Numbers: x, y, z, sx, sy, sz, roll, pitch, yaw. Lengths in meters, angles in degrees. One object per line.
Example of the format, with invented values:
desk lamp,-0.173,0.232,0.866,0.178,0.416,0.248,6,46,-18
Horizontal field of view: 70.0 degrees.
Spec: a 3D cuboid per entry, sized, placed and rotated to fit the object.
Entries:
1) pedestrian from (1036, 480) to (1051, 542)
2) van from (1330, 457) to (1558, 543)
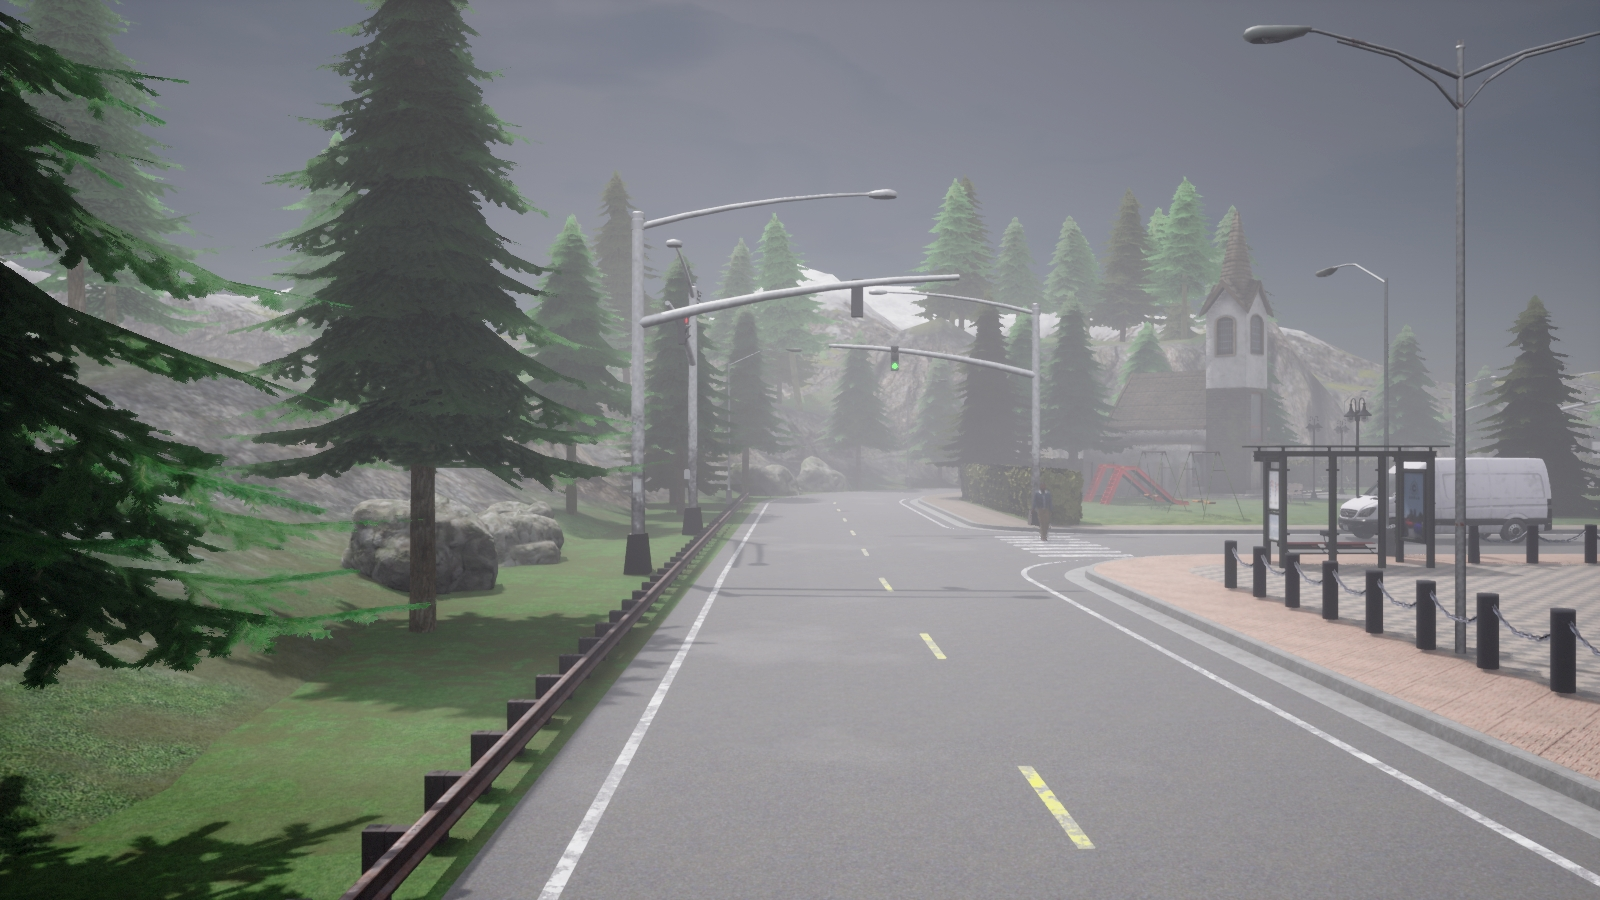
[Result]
pedestrian,7.355,1.833,34.495,0.375,1.860,0.375,0,0,0
van,19.746,1.515,35.223,5.915,2.561,1.988,0,0,0
